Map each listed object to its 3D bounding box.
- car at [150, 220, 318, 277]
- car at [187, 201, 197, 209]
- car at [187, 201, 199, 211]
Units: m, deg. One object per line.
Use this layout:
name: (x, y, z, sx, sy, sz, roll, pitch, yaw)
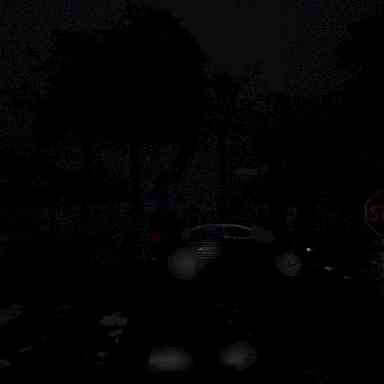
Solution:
car: (1.201, 1.614, 10.031, 4.902, 1.511, 2.128, 1, -1, -1)
car: (0.016, 2.601, 65.812, 1.837, 1.490, 4.892, 0, -1, 0)
car: (0.107, 2.443, 55.934, 1.994, 1.385, 4.181, 0, -1, 0)
